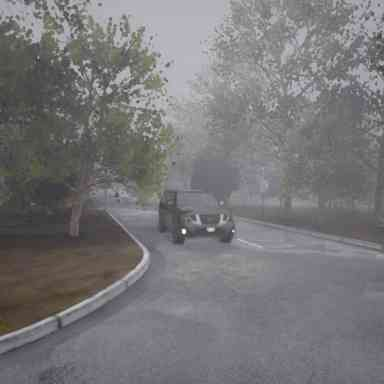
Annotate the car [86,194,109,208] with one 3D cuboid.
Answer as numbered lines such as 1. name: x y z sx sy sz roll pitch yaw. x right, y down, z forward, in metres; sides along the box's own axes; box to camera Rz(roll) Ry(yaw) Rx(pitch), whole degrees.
1. car: -11.108 0.819 33.209 4.674 1.442 1.812 1 -1 14

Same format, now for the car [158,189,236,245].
1. car: -0.053 0.900 14.115 2.150 2.045 5.566 1 0 -15

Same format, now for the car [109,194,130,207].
1. car: -9.491 0.890 36.592 5.357 1.411 2.033 1 0 19
